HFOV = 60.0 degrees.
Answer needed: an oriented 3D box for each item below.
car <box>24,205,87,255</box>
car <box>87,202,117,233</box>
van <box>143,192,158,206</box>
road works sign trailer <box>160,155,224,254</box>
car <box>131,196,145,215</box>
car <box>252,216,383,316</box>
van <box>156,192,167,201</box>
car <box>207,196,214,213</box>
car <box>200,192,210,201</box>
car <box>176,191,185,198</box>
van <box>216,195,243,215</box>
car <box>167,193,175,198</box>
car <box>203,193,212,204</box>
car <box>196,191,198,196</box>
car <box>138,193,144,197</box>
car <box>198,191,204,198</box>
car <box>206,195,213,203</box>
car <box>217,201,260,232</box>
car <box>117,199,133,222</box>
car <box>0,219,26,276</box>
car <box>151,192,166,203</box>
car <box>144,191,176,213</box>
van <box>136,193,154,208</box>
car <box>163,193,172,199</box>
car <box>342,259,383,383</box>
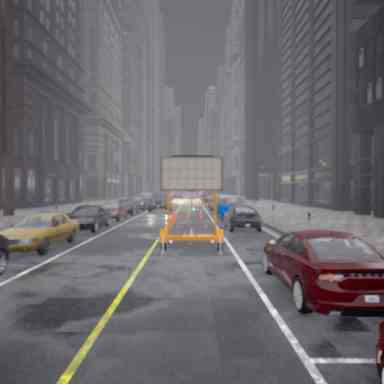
[{"bbox_3d":[-5.772,1.418,12.768,1.752,1.417,4.829,0,0,0],"label":"car"},{"bbox_3d":[-5.776,1.411,18.575,1.947,1.339,4.313,0,0,0],"label":"car"},{"bbox_3d":[-5.796,0.969,46.755,1.690,1.788,3.998,0,0,0],"label":"van"},{"bbox_3d":[-0.009,0.355,12.972,2.380,3.560,2.880,0,0,0],"label":"road works sign trailer"},{"bbox_3d":[-5.784,1.322,29.848,1.947,1.339,4.313,0,0,0],"label":"car"},{"bbox_3d":[2.756,1.482,7.325,1.887,1.381,4.507,0,0,0],"label":"car"},{"bbox_3d":[-5.807,0.847,63.664,1.690,1.788,3.998,0,0,0],"label":"van"},{"bbox_3d":[2.741,1.306,29.870,2.008,1.369,4.403,0,0,0],"label":"car"},{"bbox_3d":[2.726,1.131,52.414,1.887,1.381,4.507,0,0,0],"label":"car"},{"bbox_3d":[-3.049,0.733,73.605,2.097,1.767,4.553,0,0,0],"label":"car"},{"bbox_3d":[2.745,1.141,24.232,1.690,1.788,3.998,0,0,0],"label":"van"},{"bbox_3d":[-5.826,0.881,91.848,1.947,1.339,4.313,0,0,0],"label":"car"},{"bbox_3d":[2.733,1.221,41.142,2.008,1.369,4.403,0,0,0],"label":"car"},{"bbox_3d":[2.703,0.876,86.400,1.752,1.417,4.829,0,0,0],"label":"car"},{"bbox_3d":[-5.788,1.153,35.484,1.967,1.590,4.097,0,0,0],"label":"car"},{"bbox_3d":[2.718,0.820,63.684,2.192,1.841,5.009,0,0,0],"label":"car"},{"bbox_3d":[2.737,1.294,35.506,1.802,1.307,4.206,0,0,0],"label":"car"},{"bbox_3d":[2.749,1.395,18.597,2.008,1.369,4.403,0,0,0],"label":"car"},{"bbox_3d":[-5.780,1.382,24.212,1.802,1.307,4.206,0,0,0],"label":"car"},{"bbox_3d":[-5.768,1.503,7.302,1.947,1.339,4.313,0,0,0],"label":"car"},{"bbox_3d":[-5.803,0.861,58.027,2.192,1.841,5.009,0,0,0],"label":"car"},{"bbox_3d":[-3.119,0.949,33.554,2.150,2.045,5.566,0,0,0],"label":"car"},{"bbox_3d":[-5.792,1.011,41.119,1.690,1.788,3.998,0,0,0],"label":"van"},{"bbox_3d":[-5.818,0.934,80.575,1.887,1.381,4.507,0,0,0],"label":"car"},{"bbox_3d":[2.760,1.529,1.689,1.887,1.381,4.507,0,0,0],"label":"car"}]
